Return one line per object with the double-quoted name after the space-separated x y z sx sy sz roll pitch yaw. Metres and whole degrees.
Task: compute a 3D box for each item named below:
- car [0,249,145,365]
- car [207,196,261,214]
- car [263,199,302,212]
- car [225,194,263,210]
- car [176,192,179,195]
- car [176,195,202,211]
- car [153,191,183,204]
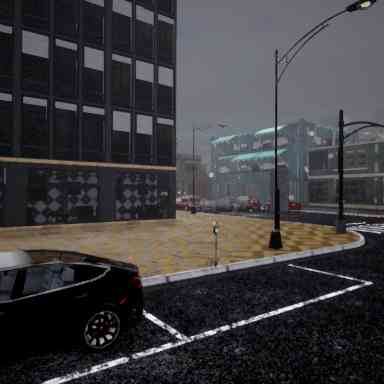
-2.753 1.566 4.592 4.313 1.339 1.947 0 0 -35 "car"
3.699 1.258 31.959 2.033 1.411 5.357 0 1 -36 "car"
9.273 1.340 34.163 1.802 1.307 4.206 1 0 -36 "car"
5.997 1.130 38.639 1.967 1.590 4.097 1 0 -36 "car"
-0.559 1.100 47.586 2.008 1.369 4.403 1 0 -36 "car"
-0.765 1.230 33.686 1.802 1.307 4.206 1 0 -36 "car"
-3.831 0.793 52.060 2.192 1.841 5.009 1 0 -36 "car"
